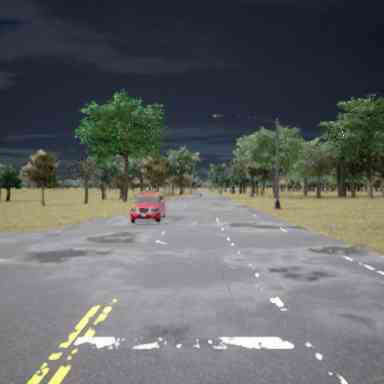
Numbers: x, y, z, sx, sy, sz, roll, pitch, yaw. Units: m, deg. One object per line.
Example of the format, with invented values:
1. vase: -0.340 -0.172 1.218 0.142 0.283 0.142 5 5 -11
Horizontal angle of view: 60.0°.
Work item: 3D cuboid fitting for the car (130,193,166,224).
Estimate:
1. car: -3.295 1.174 25.793 2.150 2.045 5.566 -1 2 1
